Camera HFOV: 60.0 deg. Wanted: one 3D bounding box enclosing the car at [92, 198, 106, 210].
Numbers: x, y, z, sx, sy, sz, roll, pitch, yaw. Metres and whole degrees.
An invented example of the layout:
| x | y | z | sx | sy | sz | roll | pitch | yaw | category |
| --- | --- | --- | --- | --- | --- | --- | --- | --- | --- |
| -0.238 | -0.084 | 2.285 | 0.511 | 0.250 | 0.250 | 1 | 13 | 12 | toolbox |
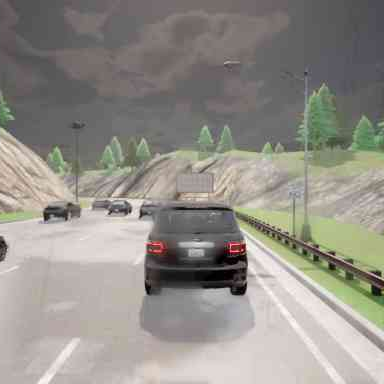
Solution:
| x | y | z | sx | sy | sz | roll | pitch | yaw | category |
| --- | --- | --- | --- | --- | --- | --- | --- | --- | --- |
| -11.460 | 1.491 | 42.291 | 2.128 | 1.511 | 4.902 | 0 | 0 | -7 | car |

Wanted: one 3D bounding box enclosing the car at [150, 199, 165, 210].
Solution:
| x | y | z | sx | sy | sz | roll | pitch | yaw | category |
| --- | --- | --- | --- | --- | --- | --- | --- | --- | --- |
| -4.574 | 1.601 | 43.924 | 1.895 | 1.301 | 4.718 | 0 | 0 | -7 | car |

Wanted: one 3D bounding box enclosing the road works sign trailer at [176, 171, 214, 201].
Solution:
| x | y | z | sx | sy | sz | roll | pitch | yaw | category |
| --- | --- | --- | --- | --- | --- | --- | --- | --- | --- |
| 0.189 | 0.464 | 21.556 | 2.380 | 3.560 | 2.880 | 0 | 0 | 0 | road works sign trailer |

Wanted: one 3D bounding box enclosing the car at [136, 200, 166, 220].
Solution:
| x | y | z | sx | sy | sz | roll | pitch | yaw | category |
| --- | --- | --- | --- | --- | --- | --- | --- | --- | --- |
| -3.517 | 1.490 | 29.456 | 2.128 | 1.511 | 4.902 | 0 | 0 | -1 | car |

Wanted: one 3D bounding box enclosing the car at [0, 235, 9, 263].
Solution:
| x | y | z | sx | sy | sz | roll | pitch | yaw | category |
| --- | --- | --- | --- | --- | --- | --- | --- | --- | --- |
| -6.910 | 1.526 | 8.958 | 1.812 | 1.442 | 4.674 | 0 | 0 | 0 | car |

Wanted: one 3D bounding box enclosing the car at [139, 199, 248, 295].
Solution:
| x | y | z | sx | sy | sz | roll | pitch | yaw | category |
| --- | --- | --- | --- | --- | --- | --- | --- | --- | --- |
| 0.088 | 1.221 | 8.833 | 2.150 | 2.045 | 5.566 | 0 | 0 | 0 | car |

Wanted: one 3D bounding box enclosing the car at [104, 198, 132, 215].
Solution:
| x | y | z | sx | sy | sz | roll | pitch | yaw | category |
| --- | --- | --- | --- | --- | --- | --- | --- | --- | --- |
| -7.179 | 1.525 | 33.462 | 1.812 | 1.442 | 4.674 | 0 | 0 | -3 | car |

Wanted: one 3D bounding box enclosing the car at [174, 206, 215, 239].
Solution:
| x | y | z | sx | sy | sz | roll | pitch | yaw | category |
| --- | --- | --- | --- | --- | --- | --- | --- | --- | --- |
| 0.115 | 1.559 | 18.059 | 1.994 | 1.385 | 4.181 | 0 | 0 | 0 | car |

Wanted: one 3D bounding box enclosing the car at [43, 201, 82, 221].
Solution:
| x | y | z | sx | sy | sz | roll | pitch | yaw | category |
| --- | --- | --- | --- | --- | --- | --- | --- | --- | --- |
| -10.471 | 1.505 | 27.197 | 1.837 | 1.490 | 4.892 | 0 | 0 | -1 | car |
